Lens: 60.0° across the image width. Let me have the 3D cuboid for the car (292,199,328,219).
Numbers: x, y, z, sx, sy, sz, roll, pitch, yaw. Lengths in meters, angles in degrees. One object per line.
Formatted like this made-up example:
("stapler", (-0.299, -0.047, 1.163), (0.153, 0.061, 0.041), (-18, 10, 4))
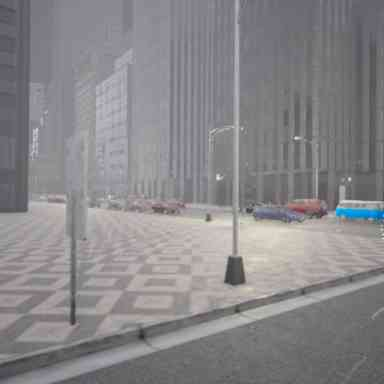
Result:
("car", (10.635, 1.604, 32.172), (2.192, 1.841, 5.009), (1, 0, -36))

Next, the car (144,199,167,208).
("car", (-6.092, 1.850, 54.877), (1.802, 1.307, 4.206), (1, 0, -36))

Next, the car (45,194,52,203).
("car", (-29.690, 1.450, 72.545), (2.192, 1.841, 5.009), (1, 0, -36))

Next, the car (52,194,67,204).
("car", (-26.345, 1.464, 68.004), (2.192, 1.841, 5.009), (1, 0, -36))

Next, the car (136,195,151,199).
("car", (-7.168, 1.440, 46.354), (2.150, 2.045, 5.566), (1, -1, -36))

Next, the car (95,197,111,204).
("car", (-19.571, 1.756, 73.180), (1.752, 1.417, 4.829), (1, 0, -36))

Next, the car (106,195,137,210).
("car", (-9.624, 1.630, 45.299), (1.967, 1.590, 4.097), (1, 0, -36))

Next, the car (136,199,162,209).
("car", (-6.620, 1.769, 50.862), (1.812, 1.442, 4.674), (1, 0, -36))

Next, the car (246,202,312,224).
("car", (6.975, 1.758, 27.090), (1.812, 1.442, 4.674), (1, 0, -36))

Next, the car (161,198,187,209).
("car", (-2.745, 1.713, 50.335), (1.967, 1.590, 4.097), (1, 0, -36))

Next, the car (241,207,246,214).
("car", (7.288, 1.851, 36.712), (1.947, 1.339, 4.313), (1, 0, -36))

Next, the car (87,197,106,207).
("car", (-16.314, 1.730, 54.380), (2.008, 1.369, 4.403), (1, 0, -36))

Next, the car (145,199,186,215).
("car", (-2.936, 1.743, 36.217), (1.887, 1.381, 4.507), (1, 0, -36))

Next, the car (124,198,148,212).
("car", (-6.281, 1.776, 40.758), (1.802, 1.307, 4.206), (1, 0, -36))

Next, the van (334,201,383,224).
("van", (13.980, 1.632, 27.630), (1.690, 1.788, 3.998), (1, 0, -36))

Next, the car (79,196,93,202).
("car", (-26.275, 1.725, 82.293), (1.752, 1.417, 4.829), (1, 0, -35))

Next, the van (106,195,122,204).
("van", (-16.123, 1.585, 68.501), (1.690, 1.788, 3.998), (1, 0, -36))

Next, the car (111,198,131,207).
("car", (-12.657, 1.796, 58.971), (1.994, 1.385, 4.181), (1, 0, -36))

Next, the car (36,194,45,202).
("car", (-36.256, 1.629, 81.456), (1.752, 1.417, 4.829), (1, 0, -35))
